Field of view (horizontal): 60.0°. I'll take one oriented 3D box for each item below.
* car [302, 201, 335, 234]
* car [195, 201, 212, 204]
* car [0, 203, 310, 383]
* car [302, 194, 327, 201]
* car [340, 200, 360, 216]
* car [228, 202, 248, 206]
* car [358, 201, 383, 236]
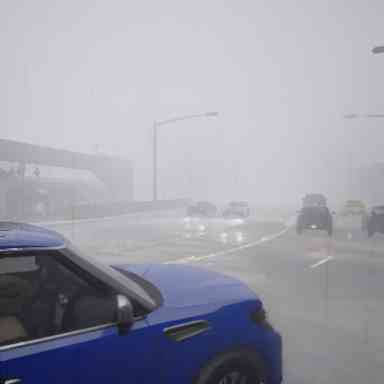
[{"bbox_3d":[7.180,1.507,19.345,1.837,1.490,4.892,0,0,23],"label":"car"},{"bbox_3d":[0.994,1.600,33.026,1.895,1.301,4.718,0,0,20],"label":"car"},{"bbox_3d":[-1.749,1.223,2.500,5.566,2.045,2.150,0,0,-36],"label":"car"},{"bbox_3d":[12.314,1.216,33.459,2.150,2.045,5.566,0,0,20],"label":"car"},{"bbox_3d":[15.773,1.478,32.726,1.882,1.535,5.008,0,0,20],"label":"car"},{"bbox_3d":[4.285,1.600,31.835,1.895,1.301,4.718,0,0,20],"label":"car"},{"bbox_3d":[10.470,1.478,18.150,1.882,1.535,5.008,0,0,23],"label":"car"}]
